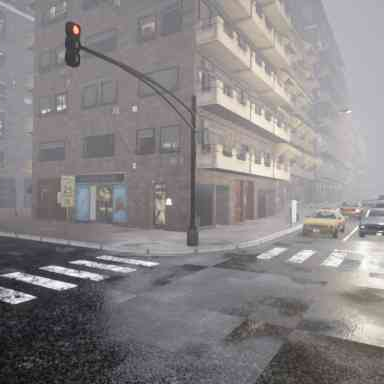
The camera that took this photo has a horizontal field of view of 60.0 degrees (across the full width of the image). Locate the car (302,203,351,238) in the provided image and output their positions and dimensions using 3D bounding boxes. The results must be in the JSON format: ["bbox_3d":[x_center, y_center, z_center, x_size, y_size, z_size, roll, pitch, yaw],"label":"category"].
[{"bbox_3d":[7.193,1.535,17.918,1.752,1.417,4.829,1,1,31],"label":"car"}]

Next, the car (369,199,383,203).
[{"bbox_3d":[15.159,1.543,26.010,1.812,1.442,4.674,0,0,32],"label":"car"}]

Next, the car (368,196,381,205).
[{"bbox_3d":[33.747,1.486,61.406,1.967,1.590,4.097,1,1,31],"label":"car"}]

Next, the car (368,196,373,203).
[{"bbox_3d":[24.924,1.577,46.959,1.887,1.381,4.507,1,1,31],"label":"car"}]

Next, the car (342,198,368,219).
[{"bbox_3d":[13.163,1.457,27.695,1.967,1.590,4.097,1,1,31],"label":"car"}]

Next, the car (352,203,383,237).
[{"bbox_3d":[9.991,1.559,17.561,2.033,1.411,5.357,0,0,31],"label":"car"}]

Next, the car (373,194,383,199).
[{"bbox_3d":[20.781,1.246,35.158,2.150,2.045,5.566,0,0,32],"label":"car"}]

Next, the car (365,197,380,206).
[{"bbox_3d":[30.805,1.592,56.591,2.008,1.369,4.403,1,1,31],"label":"car"}]
